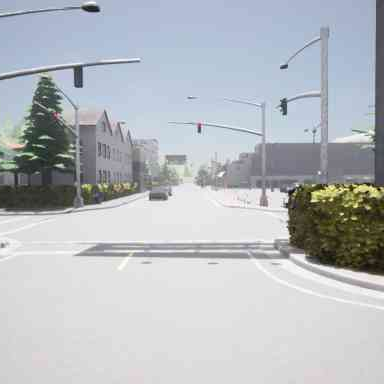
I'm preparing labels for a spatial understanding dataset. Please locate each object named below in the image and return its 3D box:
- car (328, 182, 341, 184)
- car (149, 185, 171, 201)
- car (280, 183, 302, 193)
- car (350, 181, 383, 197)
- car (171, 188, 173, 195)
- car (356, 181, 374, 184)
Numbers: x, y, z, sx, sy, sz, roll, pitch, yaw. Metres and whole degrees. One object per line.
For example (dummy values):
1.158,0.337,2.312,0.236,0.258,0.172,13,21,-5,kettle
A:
25.149,-1.045,59.569,2.152,1.636,5.027,-1,2,-1,car
-3.819,0.131,38.339,1.882,1.535,5.008,-1,2,0,car
15.130,-0.536,52.129,2.007,1.523,4.514,-1,2,-1,car
22.149,-0.468,42.170,1.932,1.855,4.605,-1,2,-1,car
-3.863,-0.205,48.470,2.128,1.511,4.902,-1,2,0,car
18.925,-0.181,34.281,1.905,1.878,3.866,-1,2,-1,car
